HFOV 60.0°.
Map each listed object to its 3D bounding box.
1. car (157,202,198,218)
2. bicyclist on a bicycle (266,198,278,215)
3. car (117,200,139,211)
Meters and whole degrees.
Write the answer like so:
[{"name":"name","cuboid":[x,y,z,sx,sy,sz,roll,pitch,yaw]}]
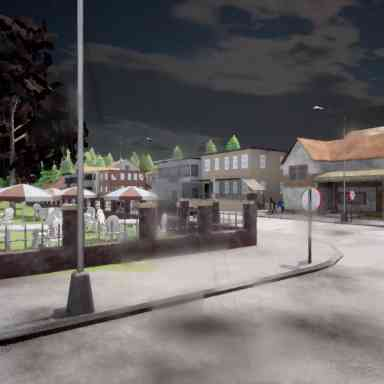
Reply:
[{"name":"car","cuboid":[-1.126,1.548,29.241,2.033,1.411,5.357,0,0,-35]},{"name":"bicyclist on a bicycle","cuboid":[7.603,1.349,31.457,1.656,1.620,0.582,0,0,-35]},{"name":"car","cuboid":[-7.480,1.351,38.195,2.097,1.767,4.553,0,0,-35]}]
